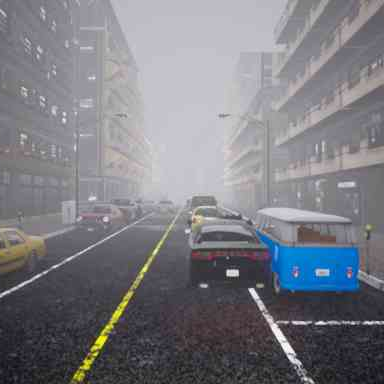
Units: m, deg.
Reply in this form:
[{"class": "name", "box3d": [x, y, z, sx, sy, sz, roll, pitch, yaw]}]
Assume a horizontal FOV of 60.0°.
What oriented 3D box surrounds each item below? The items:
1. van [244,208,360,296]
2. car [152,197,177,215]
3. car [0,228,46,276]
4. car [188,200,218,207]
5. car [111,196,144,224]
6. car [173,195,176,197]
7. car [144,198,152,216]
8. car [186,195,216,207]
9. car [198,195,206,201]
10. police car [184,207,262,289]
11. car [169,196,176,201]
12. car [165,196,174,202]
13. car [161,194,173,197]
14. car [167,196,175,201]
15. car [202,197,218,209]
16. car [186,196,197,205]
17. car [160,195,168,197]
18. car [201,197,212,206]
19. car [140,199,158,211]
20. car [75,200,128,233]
[{"class": "van", "box3d": [2.573, 1.350, 8.398, 1.690, 1.788, 3.998, 1, 0, 0]}, {"class": "car", "box3d": [-2.769, 1.560, 35.112, 1.812, 1.442, 4.674, 0, 0, 0]}, {"class": "car", "box3d": [-5.310, 1.534, 8.204, 1.752, 1.417, 4.829, 1, 0, 0]}, {"class": "car", "box3d": [0.815, 1.475, 19.389, 1.801, 1.575, 5.366, 0, 0, 0]}, {"class": "car", "box3d": [-5.317, 1.340, 25.021, 2.192, 1.841, 5.009, 1, 0, 0]}, {"class": "car", "box3d": [-5.349, 1.617, 74.962, 2.008, 1.369, 4.403, 1, 0, 0]}, {"class": "car", "box3d": [-5.320, 1.345, 30.570, 2.192, 1.841, 5.009, 1, 0, 0]}, {"class": "car", "box3d": [0.811, 1.250, 25.230, 2.150, 2.045, 5.566, 0, 0, 0]}, {"class": "car", "box3d": [2.526, 1.515, 86.086, 1.967, 1.590, 4.097, 1, 0, 0]}, {"class": "police car", "box3d": [0.821, 1.435, 9.307, 1.930, 1.638, 5.238, 0, 0, 0]}, {"class": "car", "box3d": [-5.359, 1.661, 91.609, 1.802, 1.307, 4.206, 1, 0, 0]}, {"class": "car", "box3d": [-5.352, 1.636, 80.511, 1.947, 1.339, 4.313, 1, 0, 0]}, {"class": "car", "box3d": [-5.339, 1.373, 63.864, 2.192, 1.841, 5.009, 1, 0, 0]}, {"class": "car", "box3d": [-5.356, 1.657, 86.059, 1.802, 1.307, 4.206, 1, 0, 0]}, {"class": "car", "box3d": [2.549, 1.485, 47.242, 1.967, 1.590, 4.097, 1, 0, 0]}, {"class": "car", "box3d": [-0.034, 1.532, 59.304, 1.882, 1.535, 5.008, 0, 0, 0]}, {"class": "car", "box3d": [-5.336, 1.574, 52.596, 1.752, 1.417, 4.829, 1, 0, 0]}, {"class": "car", "box3d": [2.541, 1.579, 58.510, 1.752, 1.417, 4.829, 1, 0, 0]}, {"class": "car", "box3d": [-5.330, 1.622, 41.668, 1.802, 1.307, 4.206, 1, 0, 0]}, {"class": "car", "box3d": [-5.315, 1.459, 19.472, 1.967, 1.590, 4.097, 1, 0, 0]}]
